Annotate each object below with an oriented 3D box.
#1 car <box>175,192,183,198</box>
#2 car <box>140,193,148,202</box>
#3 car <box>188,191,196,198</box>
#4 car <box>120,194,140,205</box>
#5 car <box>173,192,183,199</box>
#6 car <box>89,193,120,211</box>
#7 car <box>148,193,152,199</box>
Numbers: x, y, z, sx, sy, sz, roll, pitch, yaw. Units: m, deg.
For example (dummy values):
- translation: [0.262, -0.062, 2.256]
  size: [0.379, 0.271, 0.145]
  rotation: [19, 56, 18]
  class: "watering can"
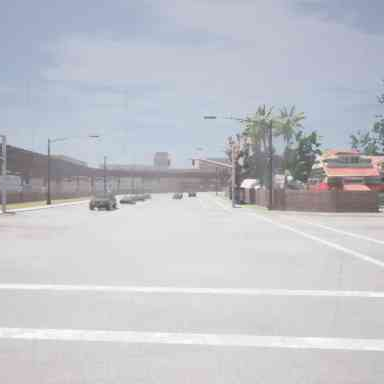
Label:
- translation: [-3.406, 0.709, 87.180]
  size: [1.994, 1.385, 4.181]
  rotation: [0, 1, 0]
  class: "car"
- translation: [-10.432, 1.147, 65.976]
  size: [1.994, 1.385, 4.181]
  rotation: [0, 1, 0]
  class: "car"
- translation: [0.094, 0.519, 86.818]
  size: [2.097, 1.767, 4.553]
  rotation: [0, 1, 0]
  class: "car"
- translation: [-10.460, 1.314, 54.448]
  size: [2.033, 1.411, 5.357]
  rotation: [0, 1, 1]
  class: "car"
- translation: [-3.417, 0.963, 76.862]
  size: [1.895, 1.301, 4.718]
  rotation: [0, 1, 0]
  class: "car"
- translation: [-10.514, 1.150, 39.646]
  size: [2.150, 2.045, 5.566]
  rotation: [0, 0, 0]
  class: "car"
- translation: [-10.418, 0.907, 76.141]
  size: [1.812, 1.442, 4.674]
  rotation: [0, 1, 0]
  class: "car"
